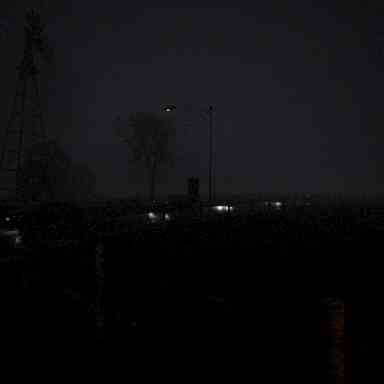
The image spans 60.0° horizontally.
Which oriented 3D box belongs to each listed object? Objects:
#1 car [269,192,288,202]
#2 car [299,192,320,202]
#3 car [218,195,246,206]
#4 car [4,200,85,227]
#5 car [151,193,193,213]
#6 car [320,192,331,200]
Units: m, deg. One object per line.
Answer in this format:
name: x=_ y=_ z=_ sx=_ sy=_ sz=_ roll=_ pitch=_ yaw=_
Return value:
car: x=13.937 y=0.696 z=53.527 sx=1.812 sy=1.442 sz=4.674 roll=1 pitch=2 yaw=35
car: x=18.947 y=0.800 z=54.370 sx=1.812 sy=1.442 sz=4.674 roll=1 pitch=2 yaw=35
car: x=4.950 y=1.016 z=41.014 sx=1.994 sy=1.385 sz=4.181 roll=1 pitch=2 yaw=35
car: x=-9.188 y=1.281 z=21.100 sx=1.837 sy=1.490 sz=4.892 roll=1 pitch=2 yaw=35
car: x=-1.834 y=0.958 z=31.458 sx=2.097 sy=1.767 sz=4.553 roll=1 pitch=2 yaw=35
car: x=24.746 y=0.710 z=62.554 sx=1.994 sy=1.385 sz=4.181 roll=1 pitch=1 yaw=36
